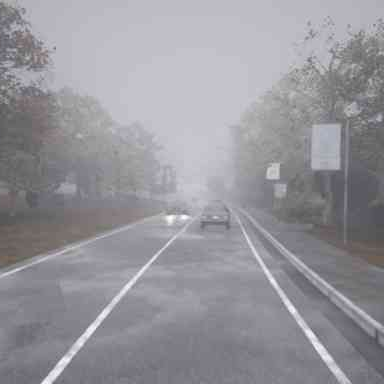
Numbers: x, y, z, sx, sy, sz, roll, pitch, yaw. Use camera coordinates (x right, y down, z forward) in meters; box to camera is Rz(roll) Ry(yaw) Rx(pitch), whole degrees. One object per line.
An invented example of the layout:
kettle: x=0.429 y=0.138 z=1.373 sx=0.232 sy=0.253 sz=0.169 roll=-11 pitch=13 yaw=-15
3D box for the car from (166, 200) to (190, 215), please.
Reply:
car: x=-1.273 y=1.471 z=32.142 sx=1.994 sy=1.385 sz=4.181 roll=1 pitch=0 yaw=4

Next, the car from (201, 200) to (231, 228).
car: x=1.565 y=1.513 z=21.750 sx=2.033 sy=1.411 sz=5.357 roll=1 pitch=0 yaw=5

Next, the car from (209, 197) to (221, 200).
car: x=2.943 y=1.398 z=42.681 sx=2.128 sy=1.511 sz=4.902 roll=0 pitch=0 yaw=1
